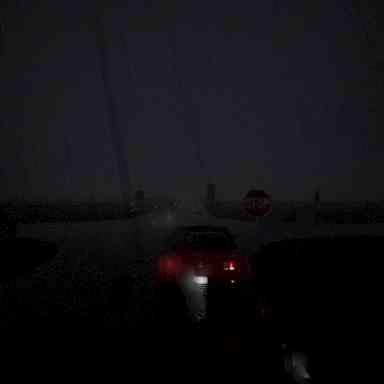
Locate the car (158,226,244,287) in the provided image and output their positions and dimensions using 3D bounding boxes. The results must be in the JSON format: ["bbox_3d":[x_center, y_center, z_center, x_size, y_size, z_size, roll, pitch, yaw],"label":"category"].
[{"bbox_3d":[0.330,1.600,9.349,1.895,1.301,4.718,0,0,4],"label":"car"}]

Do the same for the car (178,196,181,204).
[{"bbox_3d":[-2.857,1.452,45.658,1.837,1.490,4.892,0,0,0],"label":"car"}]

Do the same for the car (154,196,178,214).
[{"bbox_3d":[-2.891,1.448,35.562,1.882,1.535,5.008,0,0,1],"label":"car"}]
